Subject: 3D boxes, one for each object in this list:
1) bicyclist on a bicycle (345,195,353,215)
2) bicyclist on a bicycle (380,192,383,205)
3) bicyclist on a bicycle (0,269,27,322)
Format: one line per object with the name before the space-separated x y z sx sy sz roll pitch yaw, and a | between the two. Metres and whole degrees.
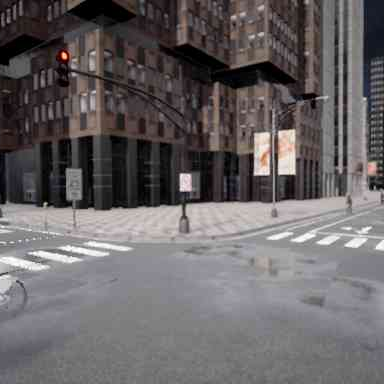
bicyclist on a bicycle | 12.646 1.061 26.759 0.582 1.620 1.656 1 1 37
bicyclist on a bicycle | 24.129 0.843 42.234 0.582 1.620 1.656 1 1 37
bicyclist on a bicycle | -3.447 1.291 5.069 0.659 1.776 1.843 1 1 37
